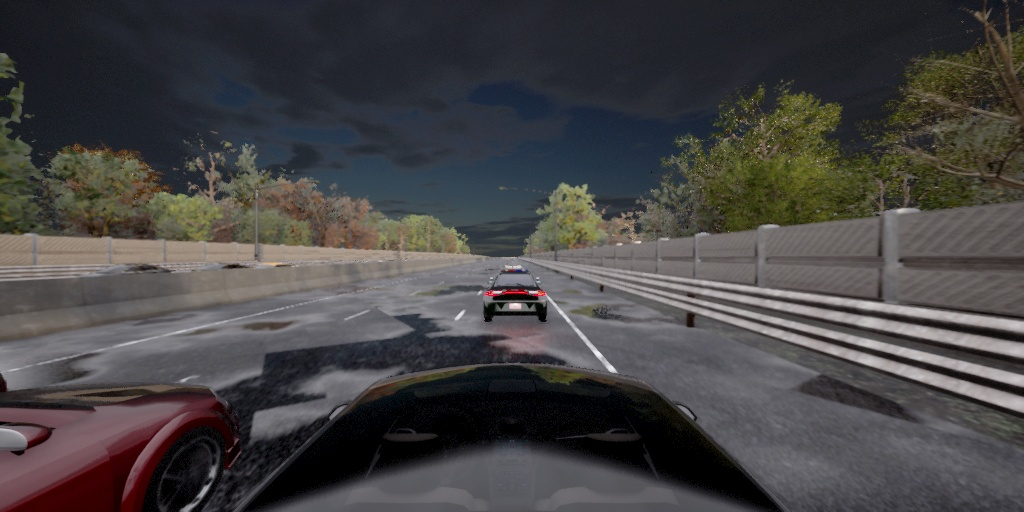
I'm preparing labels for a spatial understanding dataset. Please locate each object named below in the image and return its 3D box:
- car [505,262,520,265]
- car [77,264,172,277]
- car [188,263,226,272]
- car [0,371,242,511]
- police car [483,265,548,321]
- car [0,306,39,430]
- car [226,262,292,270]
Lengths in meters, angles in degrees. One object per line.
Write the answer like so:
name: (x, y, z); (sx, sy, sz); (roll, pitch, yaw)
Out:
car: (0.102, 1.362, 44.312); (1.895, 1.301, 4.718); (0, 0, 0)
car: (-24.585, 1.261, 22.925); (1.837, 1.490, 4.892); (0, 0, 0)
car: (-21.075, 1.264, 25.848); (1.837, 1.490, 4.892); (0, 0, 0)
car: (-3.401, 1.314, 1.457); (1.994, 1.385, 4.181); (0, 0, 0)
police car: (0.100, 1.257, 12.648); (2.038, 1.542, 4.974); (0, 0, 0)
car: (-6.900, 1.314, 2.386); (1.994, 1.385, 4.181); (0, 0, 0)
car: (-17.574, 1.234, 25.926); (1.882, 1.535, 5.008); (0, 0, 0)
